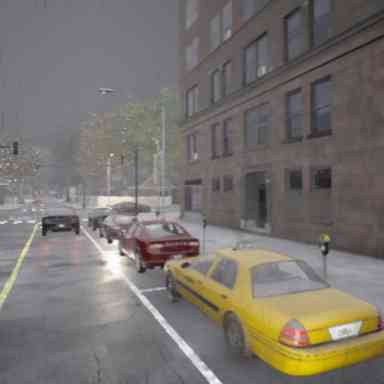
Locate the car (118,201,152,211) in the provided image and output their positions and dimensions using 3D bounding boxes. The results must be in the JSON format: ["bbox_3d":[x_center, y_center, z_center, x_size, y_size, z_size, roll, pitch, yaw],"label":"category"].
[{"bbox_3d":[-6.253,1.612,34.440,4.181,1.385,1.994,-1,0,-36],"label":"car"}]

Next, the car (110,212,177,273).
[{"bbox_3d":[-1.239,1.572,10.805,1.887,1.381,4.507,0,0,-23],"label":"car"}]

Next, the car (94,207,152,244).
[{"bbox_3d":[-3.374,1.629,15.894,1.802,1.307,4.206,0,0,-23],"label":"car"}]

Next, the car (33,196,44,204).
[{"bbox_3d":[-32.433,1.679,70.395,2.097,1.767,4.553,0,0,-23],"label":"car"}]

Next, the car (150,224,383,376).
[{"bbox_3d":[0.830,1.534,5.874,1.752,1.417,4.829,0,0,-23],"label":"car"}]

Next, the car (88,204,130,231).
[{"bbox_3d":[-5.510,1.632,20.982,1.947,1.339,4.313,0,0,-23],"label":"car"}]

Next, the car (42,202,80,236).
[{"bbox_3d":[-7.520,1.548,19.110,1.882,1.535,5.008,0,0,-22],"label":"car"}]
